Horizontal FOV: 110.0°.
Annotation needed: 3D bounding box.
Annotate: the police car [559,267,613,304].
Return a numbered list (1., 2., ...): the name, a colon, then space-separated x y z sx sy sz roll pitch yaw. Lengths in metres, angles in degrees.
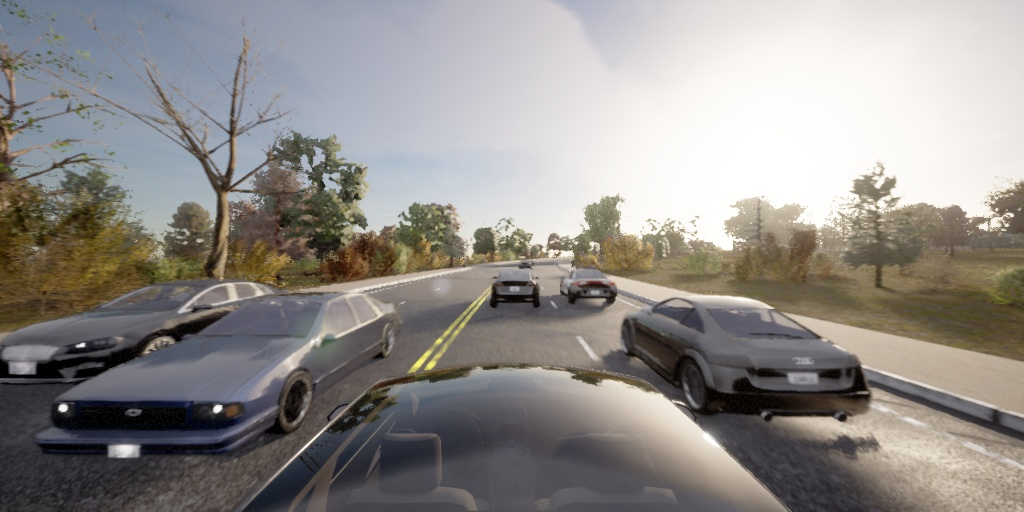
1. police car: 3.409 1.303 16.929 2.038 1.542 4.974 0 0 1

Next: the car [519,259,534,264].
1. car: 1.977 1.362 52.973 1.837 1.490 4.892 0 0 4

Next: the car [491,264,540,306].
1. car: 0.167 1.295 15.921 2.163 1.488 4.792 0 0 2

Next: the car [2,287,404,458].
1. car: -3.332 1.305 5.756 2.033 1.411 5.357 0 0 0

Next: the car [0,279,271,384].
1. car: -6.559 1.249 7.273 2.128 1.511 4.902 0 0 1

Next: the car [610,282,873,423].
1. car: 3.256 1.333 6.003 1.994 1.385 4.181 0 0 0
